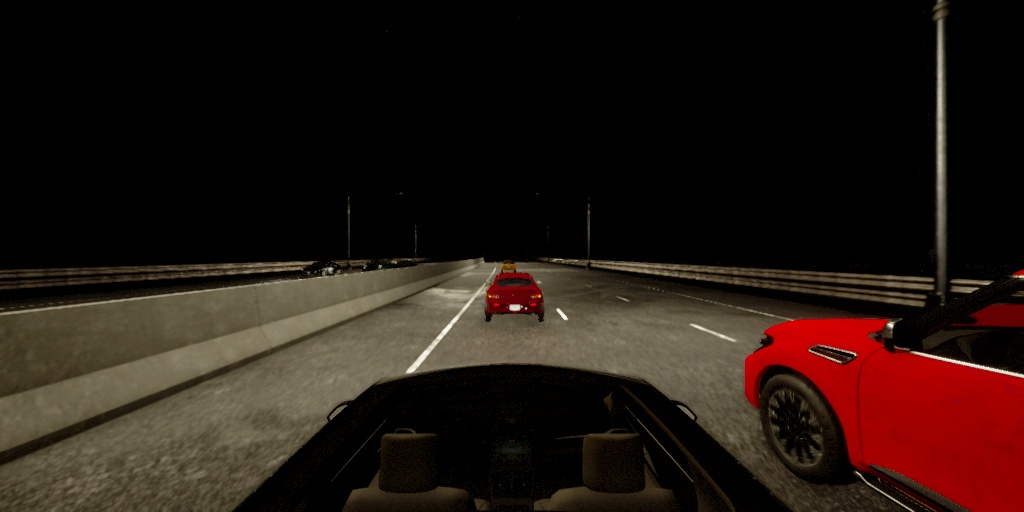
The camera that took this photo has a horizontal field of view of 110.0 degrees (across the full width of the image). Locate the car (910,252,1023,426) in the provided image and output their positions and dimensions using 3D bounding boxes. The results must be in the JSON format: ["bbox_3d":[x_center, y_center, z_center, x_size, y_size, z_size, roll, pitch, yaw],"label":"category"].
[{"bbox_3d":[7.094,0.970,2.634,2.150,2.045,5.566,0,0,0],"label":"car"}]

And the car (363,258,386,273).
[{"bbox_3d":[-14.511,1.095,39.126,2.097,1.767,4.553,0,0,-1],"label":"car"}]

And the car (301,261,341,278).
[{"bbox_3d":[-17.912,1.255,33.916,1.837,1.490,4.892,0,0,-1],"label":"car"}]

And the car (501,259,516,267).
[{"bbox_3d":[-0.436,1.194,44.234,1.801,1.575,5.366,0,0,-1],"label":"car"}]

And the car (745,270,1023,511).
[{"bbox_3d":[3.595,0.971,1.498,2.150,2.045,5.566,0,0,0],"label":"car"}]

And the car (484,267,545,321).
[{"bbox_3d":[0.062,1.277,12.343,1.812,1.442,4.674,0,0,-1],"label":"car"}]

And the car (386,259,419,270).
[{"bbox_3d":[-10.967,1.223,36.842,1.882,1.535,5.008,0,0,-1],"label":"car"}]
